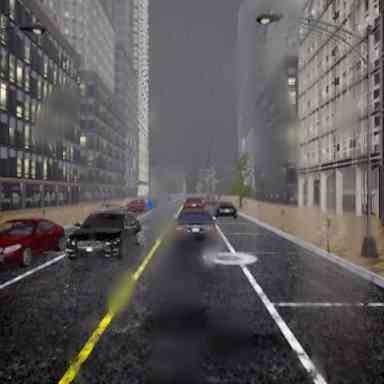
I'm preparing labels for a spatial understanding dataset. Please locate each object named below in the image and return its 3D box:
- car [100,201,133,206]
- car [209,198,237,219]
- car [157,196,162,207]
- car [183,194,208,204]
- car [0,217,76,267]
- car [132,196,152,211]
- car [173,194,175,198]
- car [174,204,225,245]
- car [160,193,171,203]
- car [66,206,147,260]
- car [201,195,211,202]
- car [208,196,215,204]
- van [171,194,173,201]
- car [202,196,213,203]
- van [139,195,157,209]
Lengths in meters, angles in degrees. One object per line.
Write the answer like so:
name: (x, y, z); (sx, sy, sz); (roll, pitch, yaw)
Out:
car: (-5.625, 1.492, 22.613); (2.008, 1.369, 4.403); (0, 0, 0)
car: (2.772, 1.497, 28.268); (1.947, 1.339, 4.313); (0, 0, 0)
car: (-5.559, 1.461, 45.382); (1.802, 1.307, 4.206); (0, 0, 0)
car: (0.193, 1.267, 33.678); (2.097, 1.767, 4.553); (0, 0, 0)
car: (-5.658, 1.552, 11.227); (1.802, 1.307, 4.206); (0, 0, 0)
car: (-5.592, 1.456, 33.997); (1.887, 1.381, 4.507); (0, 0, 0)
car: (-5.476, 1.359, 73.843); (1.947, 1.339, 4.313); (0, 0, 0)
car: (0.141, 1.510, 15.339); (2.033, 1.411, 5.357); (0, 0, 0)
car: (-5.509, 1.269, 62.457); (1.967, 1.590, 4.097); (0, 0, 0)
car: (-3.065, 1.473, 12.399); (1.837, 1.490, 4.892); (0, 0, 0)
car: (2.888, 1.340, 68.281); (1.752, 1.417, 4.829); (0, 0, 0)
car: (2.839, 1.308, 51.035); (1.967, 1.590, 4.097); (0, 0, 0)
van: (-5.491, 1.152, 68.150); (1.690, 1.788, 3.998); (0, 0, 0)
car: (2.871, 1.415, 62.419); (1.802, 1.307, 4.206); (0, 0, 0)
van: (-5.574, 1.237, 39.689); (1.690, 1.788, 3.998); (0, 0, 0)
